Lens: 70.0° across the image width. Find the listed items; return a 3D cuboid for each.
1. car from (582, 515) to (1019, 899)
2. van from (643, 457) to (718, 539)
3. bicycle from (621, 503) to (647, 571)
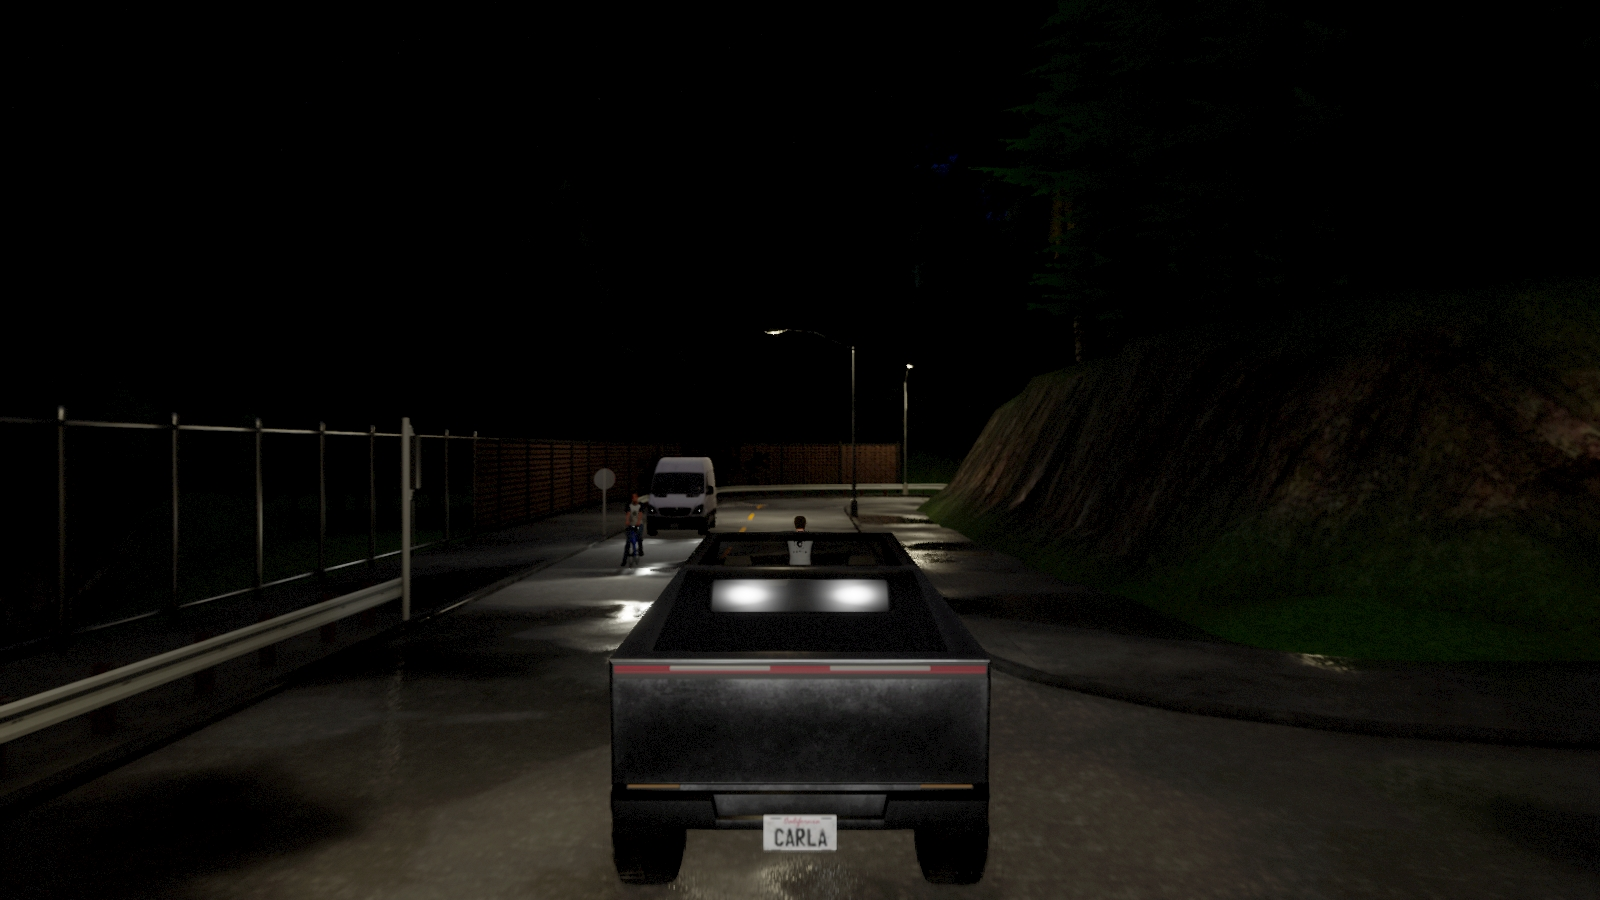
[{"bbox_3d":[0.001,1.756,9.384,2.390,2.098,6.274,0,0,0],"label":"car"},{"bbox_3d":[-4.011,1.546,39.324,1.988,2.561,5.915,0,0,0],"label":"van"},{"bbox_3d":[-3.991,2.064,27.513,0.373,1.496,1.643,0,0,0],"label":"bicycle"}]
